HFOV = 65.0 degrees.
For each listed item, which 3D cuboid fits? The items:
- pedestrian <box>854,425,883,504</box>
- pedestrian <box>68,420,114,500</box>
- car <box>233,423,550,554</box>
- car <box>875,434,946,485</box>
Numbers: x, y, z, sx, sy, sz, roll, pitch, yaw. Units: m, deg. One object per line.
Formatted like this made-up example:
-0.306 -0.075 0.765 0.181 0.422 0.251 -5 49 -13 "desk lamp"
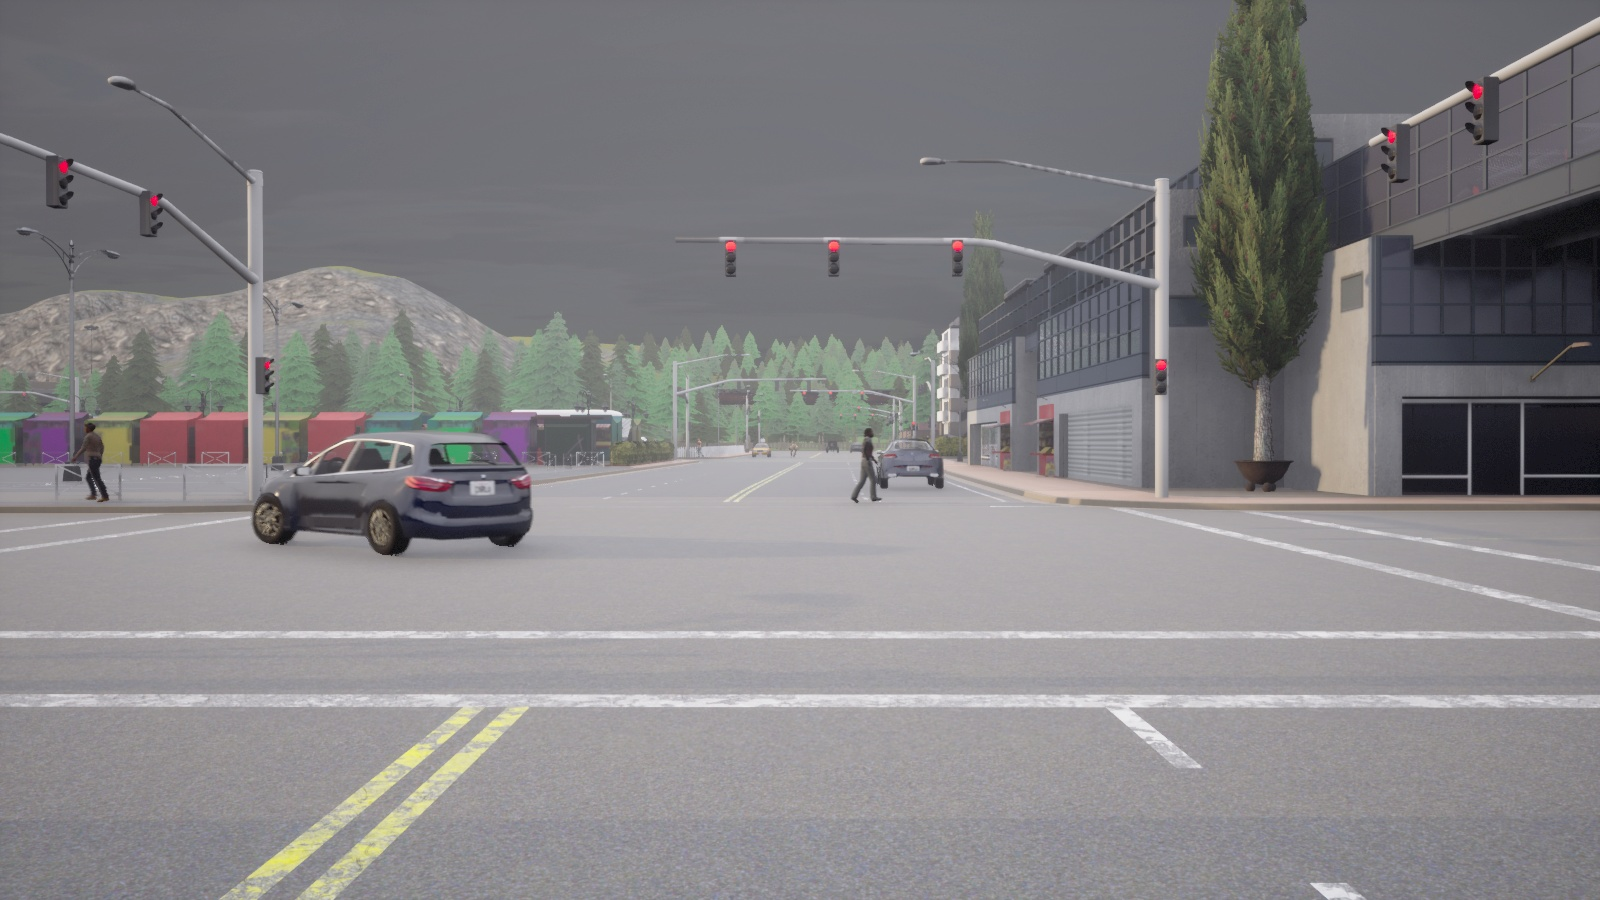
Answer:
1.671 0.353 30.657 0.666 1.930 0.402 0 0 -6 "pedestrian"
-16.097 0.231 28.517 0.869 1.805 0.328 0 0 0 "pedestrian"
-6.034 0.482 18.328 4.611 1.667 2.242 0 0 39 "car"
3.716 0.285 43.079 2.152 1.651 5.027 0 0 2 "car"
